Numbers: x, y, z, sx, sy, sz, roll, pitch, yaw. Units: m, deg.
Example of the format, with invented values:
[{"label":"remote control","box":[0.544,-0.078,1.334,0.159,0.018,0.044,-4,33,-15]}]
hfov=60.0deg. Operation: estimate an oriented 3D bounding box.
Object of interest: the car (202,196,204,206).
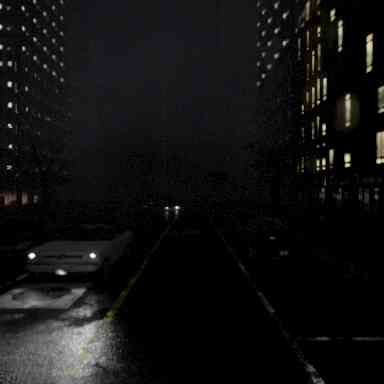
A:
[{"label":"car","box":[2.680,1.539,45.813,1.752,1.417,4.829,-1,0,0]}]

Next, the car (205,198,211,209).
[{"label":"car","box":[2.680,1.576,34.393,1.947,1.339,4.313,-1,0,0]}]

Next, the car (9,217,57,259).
[{"label":"car","box":[-5.702,1.585,11.893,1.802,1.307,4.206,-1,0,0]}]

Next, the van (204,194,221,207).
[{"label":"van","box":[2.676,1.353,40.018,1.690,1.788,3.998,-1,0,0]}]

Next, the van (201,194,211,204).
[{"label":"van","box":[2.678,1.359,62.520,1.690,1.788,3.998,-1,0,0]}]

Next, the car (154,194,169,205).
[{"label":"car","box":[-5.703,1.333,62.520,2.192,1.841,5.009,-1,0,0]}]

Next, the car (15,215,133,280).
[{"label":"car","box":[-3.098,1.603,10.087,1.895,1.301,4.718,0,0,0]}]

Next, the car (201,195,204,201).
[{"label":"car","box":[2.682,1.597,51.269,1.802,1.307,4.206,-1,0,0]}]

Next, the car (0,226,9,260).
[{"label":"car","box":[-5.703,1.546,6.269,1.887,1.381,4.507,-1,0,0]}]

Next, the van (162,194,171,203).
[{"label":"van","box":[-5.701,1.361,73.771,1.690,1.788,3.998,-1,0,0]}]

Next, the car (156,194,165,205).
[{"label":"car","box":[-5.698,1.567,56.895,2.008,1.369,4.403,-1,0,0]}]

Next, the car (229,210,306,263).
[{"label":"car","box":[2.678,1.554,11.892,2.008,1.369,4.403,-1,0,0]}]

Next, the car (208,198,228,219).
[{"label":"car","box":[2.679,1.534,28.938,1.752,1.417,4.829,-1,0,0]}]

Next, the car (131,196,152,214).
[{"label":"car","box":[-5.703,1.450,34.393,1.967,1.590,4.097,-1,0,0]}]

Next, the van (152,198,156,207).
[{"label":"van","box":[-5.704,1.353,40.019,1.690,1.788,3.998,-1,0,0]}]

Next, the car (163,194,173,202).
[{"label":"car","box":[-5.702,1.336,79.397,2.192,1.841,5.009,-1,0,0]}]

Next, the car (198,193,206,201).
[{"label":"car","box":[2.679,1.338,90.648,2.192,1.841,5.009,-1,0,0]}]

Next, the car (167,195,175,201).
[{"label":"car","box":[-5.696,1.549,90.478,1.752,1.417,4.829,-1,0,0]}]

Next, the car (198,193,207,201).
[{"label":"car","box":[2.679,1.338,85.022,2.192,1.841,5.009,-1,0,0]}]

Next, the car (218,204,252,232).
[{"label":"car","box":[2.678,1.550,17.517,1.887,1.381,4.507,-1,0,0]}]

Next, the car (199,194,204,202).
[{"label":"car","box":[2.679,1.456,56.895,1.967,1.590,4.097,-1,0,0]}]

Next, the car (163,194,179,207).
[{"label":"car","box":[-3.068,1.518,52.393,1.837,1.490,4.892,0,0,0]}]

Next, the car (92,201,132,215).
[{"label":"car","box":[-5.702,1.551,23.143,1.887,1.381,4.507,-1,0,0]}]
